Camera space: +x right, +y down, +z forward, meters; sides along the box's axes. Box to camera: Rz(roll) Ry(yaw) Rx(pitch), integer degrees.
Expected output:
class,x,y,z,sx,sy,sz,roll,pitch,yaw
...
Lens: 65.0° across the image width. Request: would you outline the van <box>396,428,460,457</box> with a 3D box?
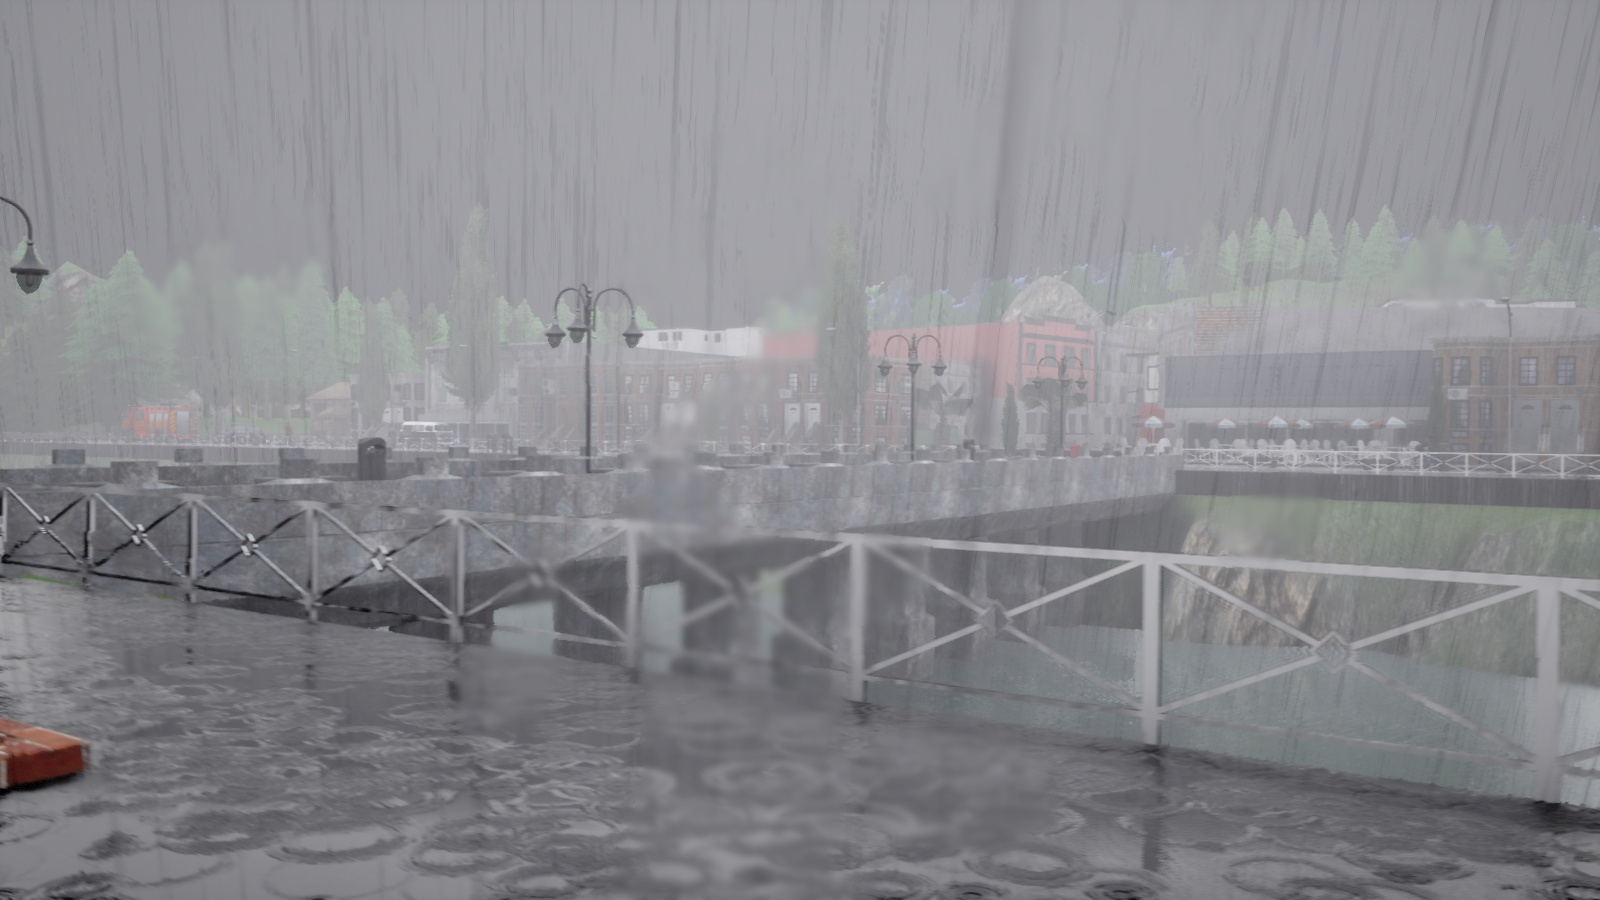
class,x,y,z,sx,sy,sz,roll,pitch,yaw
van,-27.122,-0.548,91.462,4.480,2.038,2.069,0,1,34
